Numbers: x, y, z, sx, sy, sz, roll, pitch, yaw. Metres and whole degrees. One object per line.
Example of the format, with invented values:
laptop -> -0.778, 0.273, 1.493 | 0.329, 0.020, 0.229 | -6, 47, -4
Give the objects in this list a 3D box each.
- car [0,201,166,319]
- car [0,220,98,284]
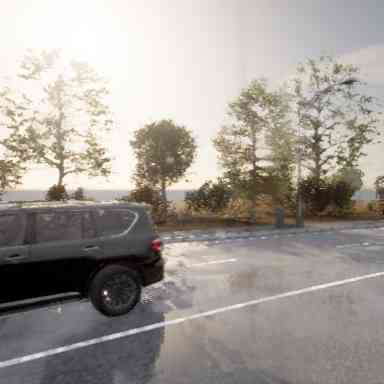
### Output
car -> -3.151, 1.200, 5.925 | 5.566, 2.045, 2.150 | 0, 0, -34
car -> -5.138, 1.568, 8.799 | 4.718, 1.301, 1.895 | 0, 0, -34
